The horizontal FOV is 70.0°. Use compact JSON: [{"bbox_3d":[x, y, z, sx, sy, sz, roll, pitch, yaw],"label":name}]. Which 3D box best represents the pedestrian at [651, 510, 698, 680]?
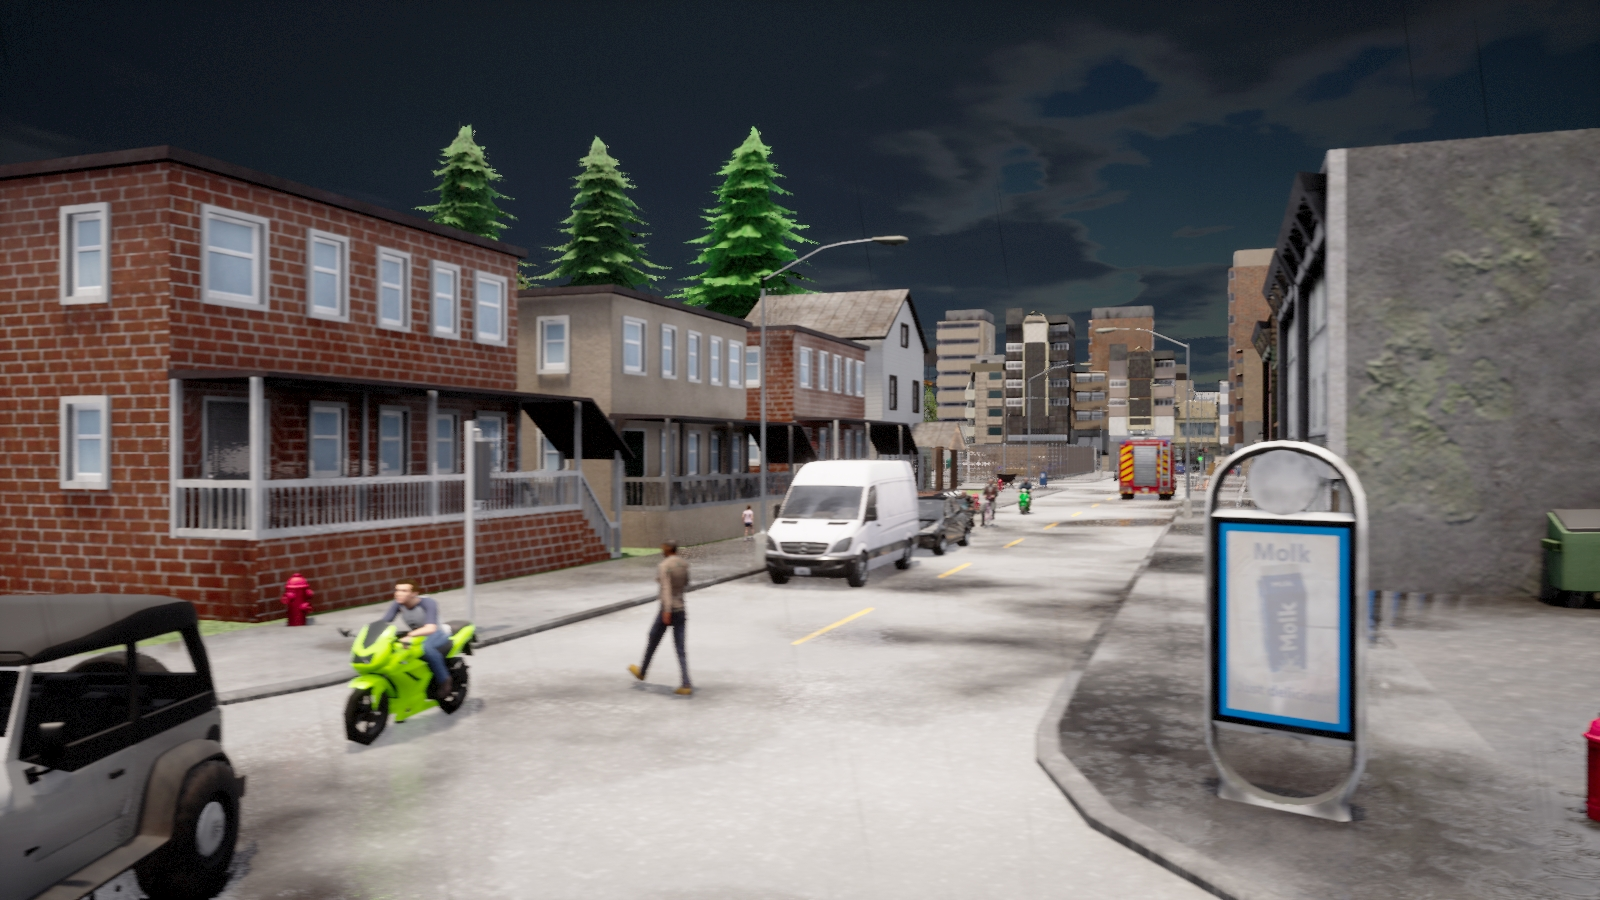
[{"bbox_3d":[-1.428,1.628,12.984,0.375,1.860,0.375,0,0,44],"label":"pedestrian"}]

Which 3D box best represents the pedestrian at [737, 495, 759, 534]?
[{"bbox_3d":[-1.531,1.904,33.853,0.500,1.100,0.500,0,0,18],"label":"pedestrian"}]

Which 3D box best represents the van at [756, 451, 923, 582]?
[{"bbox_3d":[1.051,1.314,25.497,1.988,2.561,5.915,0,0,20],"label":"van"}]

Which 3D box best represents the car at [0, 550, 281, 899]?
[{"bbox_3d":[-4.617,1.638,6.165,1.905,1.878,3.866,0,0,-1],"label":"car"}]

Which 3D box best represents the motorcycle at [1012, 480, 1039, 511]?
[{"bbox_3d":[9.760,1.962,49.390,0.856,1.236,1.805,0,0,20],"label":"motorcycle"}]

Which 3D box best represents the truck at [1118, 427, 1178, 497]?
[{"bbox_3d":[20.525,0.671,67.105,2.891,3.827,8.468,0,0,20],"label":"truck"}]

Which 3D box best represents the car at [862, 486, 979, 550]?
[{"bbox_3d":[3.490,1.843,32.174,2.163,1.488,4.792,0,0,20],"label":"car"}]
